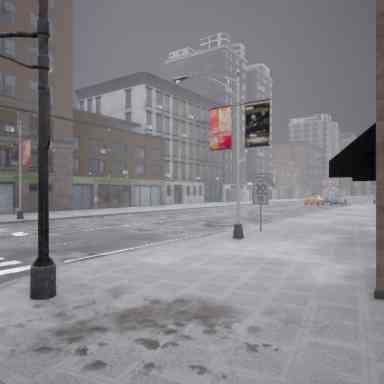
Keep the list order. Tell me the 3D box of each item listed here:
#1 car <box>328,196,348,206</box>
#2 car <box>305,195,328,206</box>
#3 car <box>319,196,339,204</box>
[{"bbox_3d":[22.728,1.376,51.466,2.033,1.411,5.357,0,0,34],"label":"car"},{"bbox_3d":[19.300,1.181,52.250,2.097,1.767,4.553,0,0,35],"label":"car"},{"bbox_3d":[24.889,1.373,60.272,2.033,1.411,5.357,0,0,37],"label":"car"}]
